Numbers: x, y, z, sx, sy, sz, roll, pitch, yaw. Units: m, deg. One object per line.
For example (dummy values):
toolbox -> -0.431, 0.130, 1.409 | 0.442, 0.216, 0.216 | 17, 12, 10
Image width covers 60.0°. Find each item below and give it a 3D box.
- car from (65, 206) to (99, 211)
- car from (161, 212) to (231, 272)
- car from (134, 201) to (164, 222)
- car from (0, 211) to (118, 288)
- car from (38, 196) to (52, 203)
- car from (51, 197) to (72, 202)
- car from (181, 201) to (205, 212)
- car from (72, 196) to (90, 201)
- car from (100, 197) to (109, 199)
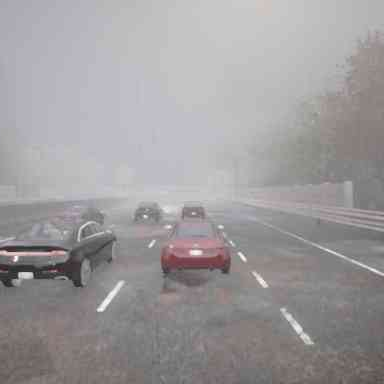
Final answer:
car -> -6.894, 1.564, 20.994 | 2.033, 1.411, 5.357 | 0, 0, 0
car -> 0.102, 1.571, 10.783 | 1.994, 1.385, 4.181 | 0, 0, 0
car -> -3.394, 1.529, 26.648 | 1.837, 1.490, 4.892 | 0, 0, 0
car -> -3.399, 1.497, 9.226 | 2.128, 1.511, 4.902 | 0, 0, 0
car -> -27.986, 1.555, 64.365 | 1.882, 1.535, 5.008 | 0, 0, 0
car -> -24.487, 1.620, 63.959 | 2.033, 1.411, 5.357 | 0, 0, 0
car -> 0.108, 1.503, 28.199 | 1.882, 1.535, 5.008 | 0, 0, 0
car -> -20.990, 1.599, 64.386 | 1.812, 1.442, 4.674 | 0, 0, 0
car -> -17.485, 1.606, 66.622 | 2.033, 1.411, 5.357 | 0, 0, 0
